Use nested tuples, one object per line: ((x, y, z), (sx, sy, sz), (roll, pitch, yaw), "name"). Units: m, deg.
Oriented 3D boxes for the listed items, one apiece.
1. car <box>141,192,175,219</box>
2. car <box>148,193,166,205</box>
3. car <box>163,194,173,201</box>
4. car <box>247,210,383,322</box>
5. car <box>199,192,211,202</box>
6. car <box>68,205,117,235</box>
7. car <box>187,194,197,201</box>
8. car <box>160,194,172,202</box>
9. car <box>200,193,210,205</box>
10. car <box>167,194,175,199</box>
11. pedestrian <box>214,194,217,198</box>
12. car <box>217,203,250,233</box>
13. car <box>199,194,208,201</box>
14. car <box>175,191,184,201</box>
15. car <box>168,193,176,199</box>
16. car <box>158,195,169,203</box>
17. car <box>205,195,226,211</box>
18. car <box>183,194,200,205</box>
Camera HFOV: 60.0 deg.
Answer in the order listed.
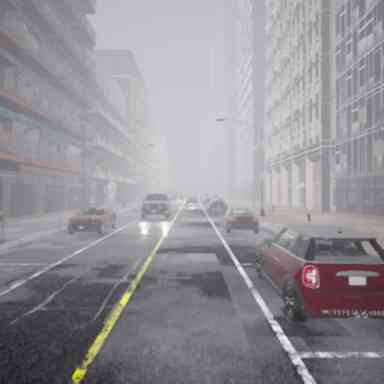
((-2.846, 1.058, 27.567), (2.150, 2.045, 5.566), (0, 0, 0), "car")
((-5.298, 1.030, 51.391), (2.192, 1.841, 5.009), (1, 0, 0), "car")
((-5.297, 1.202, 73.536), (1.802, 1.307, 4.206), (1, 0, 0), "car")
((2.576, 1.395, 7.116), (1.967, 1.590, 4.097), (1, 0, 0), "car")
((2.584, 0.958, 68.007), (2.192, 1.841, 5.009), (1, 0, 0), "car")
((-5.304, 1.434, 18.177), (1.887, 1.381, 4.507), (1, 0, 0), "car")
((0.011, 1.093, 69.897), (1.895, 1.301, 4.718), (0, 0, 0), "car")
((-5.298, 1.193, 67.999), (2.008, 1.369, 4.403), (1, 0, 0), "car")
((2.580, 1.297, 51.402), (1.802, 1.307, 4.206), (1, 0, 0), "car")
((-5.296, 1.122, 84.607), (1.887, 1.381, 4.507), (1, 0, 0), "car")
((2.756, 1.069, 39.160), (0.375, 1.860, 0.375), (1, 0, 0), "pedestrian")
((2.576, 1.472, 18.189), (1.802, 1.307, 4.206), (1, 0, 0), "car")
((2.583, 1.203, 73.544), (1.802, 1.307, 4.206), (0, 0, 0), "car")
((-2.739, 0.858, 68.793), (2.150, 2.045, 5.566), (0, 0, 0), "car")
((-5.294, 0.997, 90.142), (1.967, 1.590, 4.097), (1, 0, 0), "car")
((-5.299, 1.248, 62.463), (1.802, 1.307, 4.206), (1, 0, 0), "car")
((2.756, 1.317, 36.315), (1.812, 1.442, 4.674), (0, 0, 0), "car")
((0.035, 1.308, 53.249), (1.895, 1.301, 4.718), (0, 0, 1), "car")
